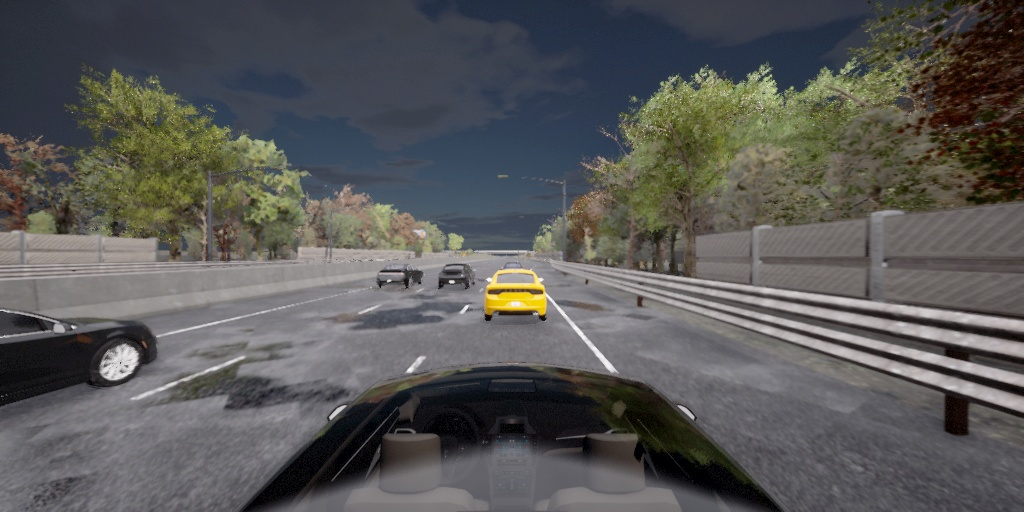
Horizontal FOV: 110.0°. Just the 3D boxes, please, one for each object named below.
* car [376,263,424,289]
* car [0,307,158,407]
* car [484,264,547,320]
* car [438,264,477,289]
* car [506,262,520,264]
[{"bbox_3d":[-6.900,1.196,22.580,2.128,1.511,4.902,0,0,0],"label":"car"},{"bbox_3d":[-6.901,1.250,4.015,1.837,1.490,4.892,0,0,0],"label":"car"},{"bbox_3d":[0.111,1.202,12.633,1.882,1.535,5.008,0,0,0],"label":"car"},{"bbox_3d":[-3.401,1.209,22.669,1.837,1.490,4.892,0,0,0],"label":"car"},{"bbox_3d":[0.100,1.237,31.260,2.033,1.411,5.357,0,0,0],"label":"car"}]
